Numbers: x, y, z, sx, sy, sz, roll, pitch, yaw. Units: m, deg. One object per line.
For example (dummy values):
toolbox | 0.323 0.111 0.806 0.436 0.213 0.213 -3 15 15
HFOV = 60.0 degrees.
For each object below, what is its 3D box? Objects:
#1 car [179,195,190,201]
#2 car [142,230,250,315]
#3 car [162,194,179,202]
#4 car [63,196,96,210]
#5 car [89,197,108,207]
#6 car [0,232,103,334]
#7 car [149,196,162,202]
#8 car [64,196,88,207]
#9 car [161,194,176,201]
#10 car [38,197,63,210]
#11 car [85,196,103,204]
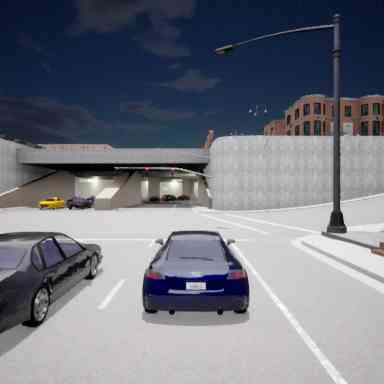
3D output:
car | -2.146 1.524 84.959 1.812 1.442 4.674 0 0 28
car | 0.075 1.564 7.653 1.994 1.385 4.181 0 0 0
car | -4.773 1.355 75.163 2.097 1.767 4.553 0 0 6
car | -14.803 1.547 44.051 2.033 1.411 5.357 0 0 -1
car | -15.040 1.526 53.734 1.812 1.442 4.674 0 0 -1
car | -3.426 1.547 6.955 2.033 1.411 5.357 0 0 0
car | -8.292 1.540 74.870 2.033 1.411 5.357 0 0 6
car | -18.532 1.491 53.330 2.128 1.511 4.902 0 0 -1
car | -5.952 1.355 84.921 2.097 1.767 4.553 0 0 24
car | -18.289 1.477 43.484 1.882 1.535 5.008 0 0 -1
car | -18.738 1.491 63.612 2.128 1.511 4.902 0 0 -1
